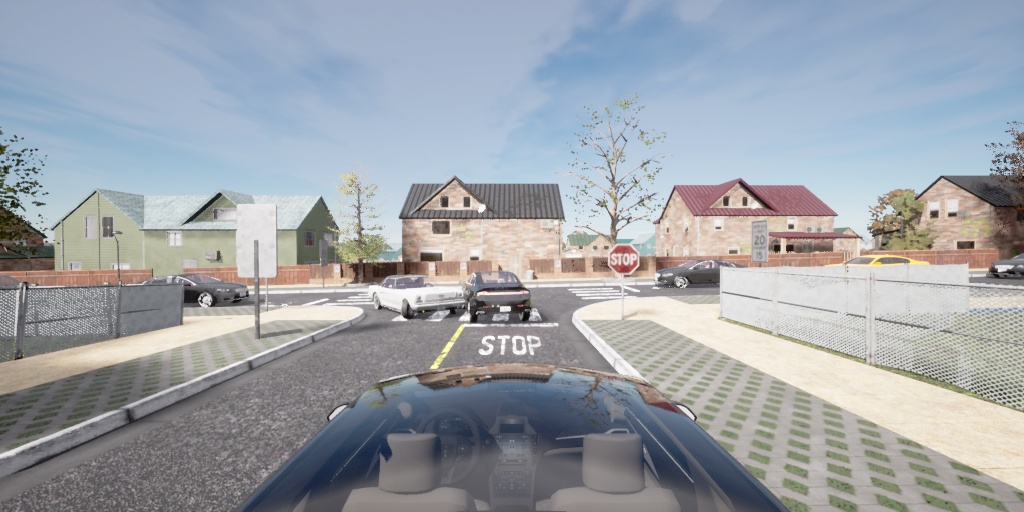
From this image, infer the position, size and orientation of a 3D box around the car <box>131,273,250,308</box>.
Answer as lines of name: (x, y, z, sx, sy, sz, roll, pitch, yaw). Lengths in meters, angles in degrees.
car: (-14.904, 1.566, 16.563, 4.902, 1.511, 2.128, -1, 1, 0)

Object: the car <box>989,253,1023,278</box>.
car: (29.383, 0.478, 19.694, 4.902, 1.511, 2.128, -1, 1, 0)

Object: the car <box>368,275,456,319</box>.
car: (-3.604, 1.368, 13.069, 1.895, 1.301, 4.718, 0, 0, -38)

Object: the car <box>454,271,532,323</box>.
car: (-0.688, 1.243, 12.210, 2.128, 1.511, 4.902, 0, 0, -12)

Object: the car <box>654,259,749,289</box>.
car: (10.328, 0.926, 19.619, 4.902, 1.511, 2.128, -1, 1, 0)

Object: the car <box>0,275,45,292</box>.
car: (-24.242, 1.648, 16.522, 4.553, 1.767, 2.097, -1, 1, 0)

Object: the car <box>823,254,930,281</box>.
car: (19.759, 0.690, 19.657, 5.008, 1.535, 1.882, -1, 1, -1)
